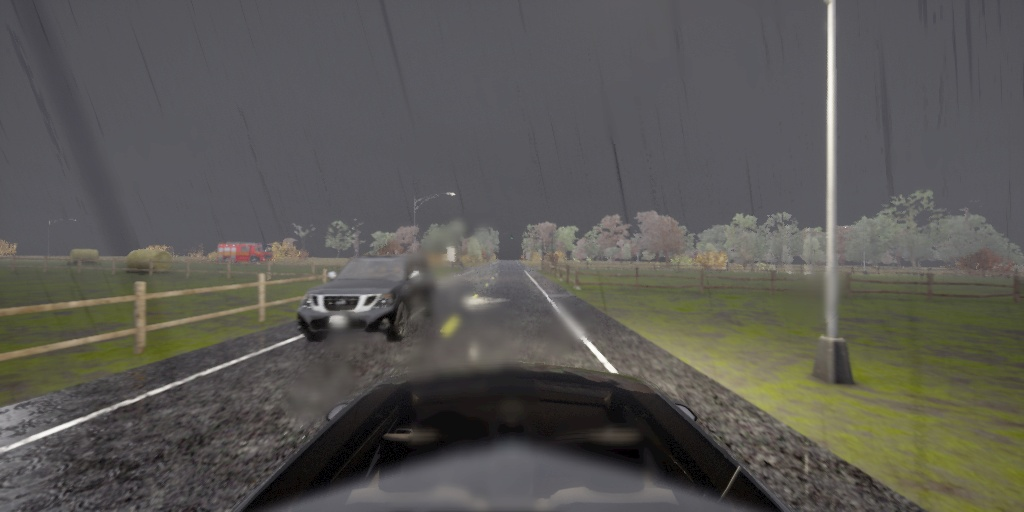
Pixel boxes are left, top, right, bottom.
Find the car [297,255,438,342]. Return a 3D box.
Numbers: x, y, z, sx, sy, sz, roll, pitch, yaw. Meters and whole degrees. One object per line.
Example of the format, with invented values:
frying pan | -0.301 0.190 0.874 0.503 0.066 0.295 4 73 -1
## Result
car | -3.597 0.974 10.181 2.150 2.045 5.566 0 0 0
